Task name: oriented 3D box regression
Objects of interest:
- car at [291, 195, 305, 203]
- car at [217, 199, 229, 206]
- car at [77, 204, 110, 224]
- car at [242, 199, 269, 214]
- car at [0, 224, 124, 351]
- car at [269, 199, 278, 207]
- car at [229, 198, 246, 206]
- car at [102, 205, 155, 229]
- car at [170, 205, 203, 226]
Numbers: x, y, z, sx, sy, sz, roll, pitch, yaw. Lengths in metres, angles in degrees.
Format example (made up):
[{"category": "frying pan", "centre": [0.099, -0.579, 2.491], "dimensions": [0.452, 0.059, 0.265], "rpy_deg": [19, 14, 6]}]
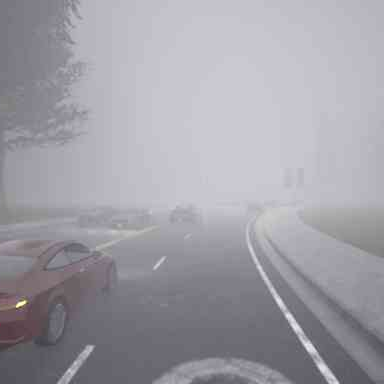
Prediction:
[{"category": "car", "centre": [23.873, 1.538, 74.739], "dimensions": [2.097, 1.767, 4.553], "rpy_deg": [-1, -1, 31]}, {"category": "car", "centre": [6.684, 2.007, 64.711], "dimensions": [2.033, 1.411, 5.357], "rpy_deg": [-1, 0, 28]}, {"category": "car", "centre": [-7.125, 1.765, 26.184], "dimensions": [1.882, 1.535, 5.008], "rpy_deg": [0, -1, 11]}, {"category": "car", "centre": [7.625, 1.818, 39.615], "dimensions": [1.837, 1.490, 4.892], "rpy_deg": [-1, 0, 18]}, {"category": "car", "centre": [-2.852, 1.594, 6.330], "dimensions": [1.812, 1.442, 4.674], "rpy_deg": [0, -1, 3]}, {"category": "car", "centre": [13.328, 1.845, 56.698], "dimensions": [1.812, 1.442, 4.674], "rpy_deg": [-1, 0, 27]}, {"category": "car", "centre": [9.358, 1.885, 62.771], "dimensions": [1.882, 1.535, 5.008], "rpy_deg": [-1, 0, 28]}, {"category": "car", "centre": [-4.236, 1.809, 24.218], "dimensions": [2.033, 1.411, 5.357], "rpy_deg": [0, -1, 10]}, {"category": "car", "centre": [-0.372, 1.757, 25.771], "dimensions": [2.128, 1.511, 4.902], "rpy_deg": [0, 0, 11]}]
